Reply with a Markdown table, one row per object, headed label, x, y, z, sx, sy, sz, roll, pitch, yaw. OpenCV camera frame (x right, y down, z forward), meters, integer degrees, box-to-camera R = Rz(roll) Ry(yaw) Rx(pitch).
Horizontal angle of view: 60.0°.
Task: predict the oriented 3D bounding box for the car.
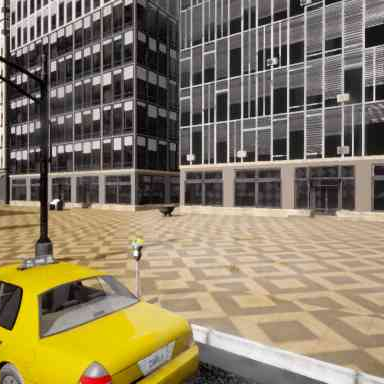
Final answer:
| label | x | y | z | sx | sy | sz | roll | pitch | yaw |
| --- | --- | --- | --- | --- | --- | --- | --- | --- | --- |
| car | -2.201 | 1.525 | 4.462 | 4.829 | 1.417 | 1.752 | 0 | 0 | 36 |
